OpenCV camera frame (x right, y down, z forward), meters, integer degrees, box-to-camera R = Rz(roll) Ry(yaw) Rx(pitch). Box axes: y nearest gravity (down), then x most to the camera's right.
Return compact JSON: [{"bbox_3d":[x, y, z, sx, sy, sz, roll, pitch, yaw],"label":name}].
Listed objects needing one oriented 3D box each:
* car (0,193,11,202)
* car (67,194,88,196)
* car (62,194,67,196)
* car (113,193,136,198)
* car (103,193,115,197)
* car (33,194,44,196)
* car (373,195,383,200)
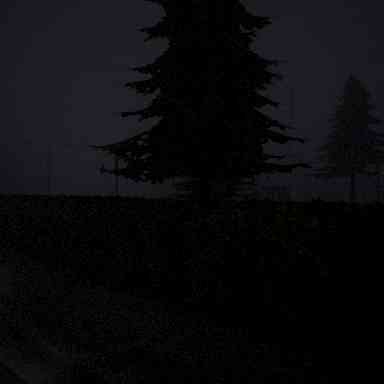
[{"bbox_3d":[-41.786,1.135,71.588,4.605,1.855,1.932,0,0,-45],"label":"car"},{"bbox_3d":[-27.203,1.188,81.556,5.027,1.636,2.152,0,0,-45],"label":"car"},{"bbox_3d":[-31.938,1.270,85.900,3.806,1.475,1.970,0,0,-45],"label":"car"},{"bbox_3d":[-10.316,1.405,54.247,3.806,1.475,1.970,0,0,-45],"label":"car"},{"bbox_3d":[-15.887,1.125,70.665,4.605,1.855,1.932,0,0,-45],"label":"car"},{"bbox_3d":[-39.529,1.338,83.559,4.514,1.523,2.007,0,0,-45],"label":"car"},{"bbox_3d":[46.413,1.548,82.198,2.033,1.411,5.357,0,0,45],"label":"car"}]
